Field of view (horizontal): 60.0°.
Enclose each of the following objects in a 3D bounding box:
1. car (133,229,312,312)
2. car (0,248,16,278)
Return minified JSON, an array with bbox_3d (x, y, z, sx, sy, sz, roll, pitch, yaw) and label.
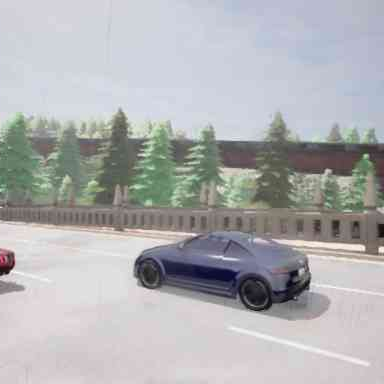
[{"bbox_3d":[0.582,1.593,7.877,4.181,1.385,1.994,-1,0,35],"label":"car"},{"bbox_3d":[-6.739,1.683,8.797,4.718,1.301,1.895,-1,0,35],"label":"car"}]
